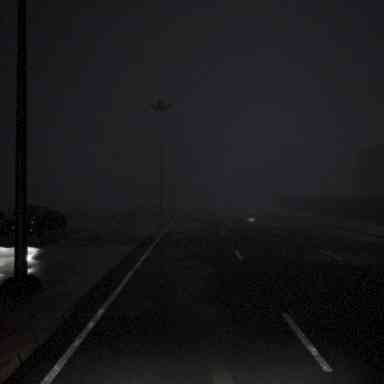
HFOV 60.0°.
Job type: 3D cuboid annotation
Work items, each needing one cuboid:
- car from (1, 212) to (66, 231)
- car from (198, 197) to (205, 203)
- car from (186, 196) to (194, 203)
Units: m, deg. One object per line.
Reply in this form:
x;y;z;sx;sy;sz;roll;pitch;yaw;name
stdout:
-7.966;1.430;16.978;1.994;1.385;4.181;0;-1;0;car
2.840;2.377;94.783;2.128;1.511;4.902;0;-1;-1;car
-0.660;2.391;94.779;1.812;1.442;4.674;0;-1;-1;car
